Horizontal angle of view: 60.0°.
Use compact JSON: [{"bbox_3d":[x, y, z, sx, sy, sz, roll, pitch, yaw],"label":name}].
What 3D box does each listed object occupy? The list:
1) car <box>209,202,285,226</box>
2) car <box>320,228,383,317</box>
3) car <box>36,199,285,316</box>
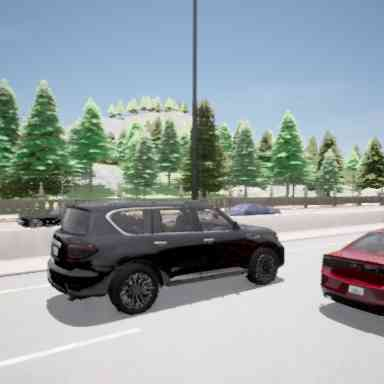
[{"bbox_3d":[3.953,1.487,23.460,5.357,1.411,2.033,0,0,-34],"label":"car"},{"bbox_3d":[4.757,1.472,6.875,5.008,1.535,1.882,0,0,-34],"label":"car"},{"bbox_3d":[-0.314,1.195,7.682,5.566,2.045,2.150,0,0,-34],"label":"car"}]
